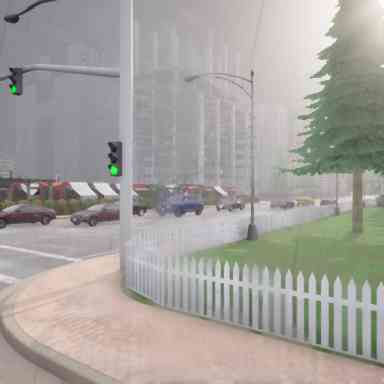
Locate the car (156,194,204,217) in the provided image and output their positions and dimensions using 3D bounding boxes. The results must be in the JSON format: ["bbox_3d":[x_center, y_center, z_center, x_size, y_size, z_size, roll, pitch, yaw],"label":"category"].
[{"bbox_3d":[-0.982,1.221,31.365,2.150,2.045,5.566,0,0,34],"label":"car"}]

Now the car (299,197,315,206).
[{"bbox_3d":[18.251,1.477,53.319,1.882,1.535,5.008,0,0,34],"label":"car"}]

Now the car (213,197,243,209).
[{"bbox_3d":[5.162,1.491,46.685,2.128,1.511,4.902,0,0,34],"label":"car"}]

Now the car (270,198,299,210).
[{"bbox_3d":[12.116,1.547,44.208,2.033,1.411,5.357,0,0,34],"label":"car"}]

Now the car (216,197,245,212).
[{"bbox_3d":[4.650,1.491,39.707,2.128,1.511,4.902,0,0,34],"label":"car"}]

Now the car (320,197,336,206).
[{"bbox_3d":[21.082,1.526,51.258,1.812,1.442,4.674,0,0,34],"label":"car"}]

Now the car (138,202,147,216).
[{"bbox_3d":[-6.188,1.477,29.900,1.882,1.535,5.008,0,0,34],"label":"car"}]

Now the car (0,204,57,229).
[{"bbox_3d":[-11.405,1.525,22.152,1.812,1.442,4.674,0,0,36],"label":"car"}]

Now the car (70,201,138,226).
[{"bbox_3d":[-6.290,1.526,23.444,1.812,1.442,4.674,0,0,34],"label":"car"}]
